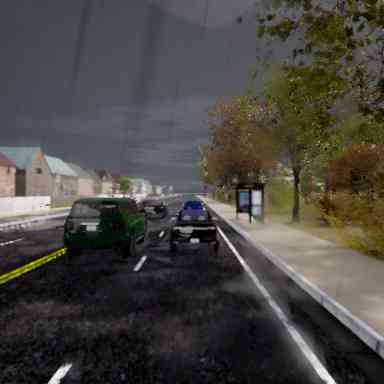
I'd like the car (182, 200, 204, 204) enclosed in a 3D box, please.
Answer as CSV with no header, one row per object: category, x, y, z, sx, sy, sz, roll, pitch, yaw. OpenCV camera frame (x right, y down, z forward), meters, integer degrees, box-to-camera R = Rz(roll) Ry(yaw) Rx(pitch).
car,0.102,1.488,31.663,1.882,1.535,5.008,0,0,0

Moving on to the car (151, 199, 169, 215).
car,-3.148,1.501,29.987,2.128,1.511,4.902,0,0,0

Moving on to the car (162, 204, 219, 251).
car,0.098,1.495,14.121,2.128,1.511,4.902,0,0,0

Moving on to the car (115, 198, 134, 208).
car,-9.821,1.590,48.779,1.994,1.385,4.181,0,0,0

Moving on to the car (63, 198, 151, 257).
car,-3.149,1.224,13.108,2.150,2.045,5.566,0,0,0

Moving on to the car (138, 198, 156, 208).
car,-6.570,1.590,48.786,1.994,1.385,4.181,0,0,0
